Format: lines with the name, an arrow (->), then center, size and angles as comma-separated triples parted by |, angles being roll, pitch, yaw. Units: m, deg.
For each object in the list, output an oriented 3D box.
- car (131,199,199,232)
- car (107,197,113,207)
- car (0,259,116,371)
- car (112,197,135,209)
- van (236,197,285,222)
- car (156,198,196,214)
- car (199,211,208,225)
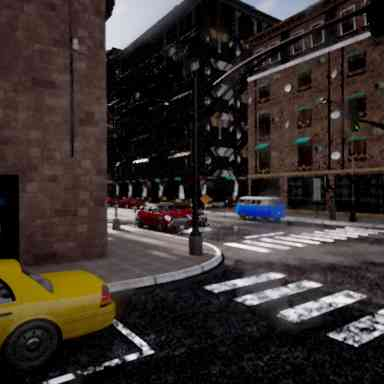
car -> -1.733, 1.431, 20.122 | 1.967, 1.590, 4.097 | 0, 0, -36
car -> -11.595, 1.446, 47.929 | 1.887, 1.381, 4.507 | -1, 0, -36
car -> -3.425, 1.526, 4.121 | 4.829, 1.417, 1.752 | 0, 0, -36
car -> -8.265, 1.446, 43.350 | 1.887, 1.381, 4.507 | -1, 0, -36
van -> 5.055, 1.263, 25.036 | 1.690, 1.788, 3.998 | 0, 0, -36
car -> -1.705, 1.432, 34.331 | 1.752, 1.417, 4.829 | -1, 0, -36
car -> -0.826, 1.492, 23.277 | 1.812, 1.442, 4.674 | -1, 0, -36
